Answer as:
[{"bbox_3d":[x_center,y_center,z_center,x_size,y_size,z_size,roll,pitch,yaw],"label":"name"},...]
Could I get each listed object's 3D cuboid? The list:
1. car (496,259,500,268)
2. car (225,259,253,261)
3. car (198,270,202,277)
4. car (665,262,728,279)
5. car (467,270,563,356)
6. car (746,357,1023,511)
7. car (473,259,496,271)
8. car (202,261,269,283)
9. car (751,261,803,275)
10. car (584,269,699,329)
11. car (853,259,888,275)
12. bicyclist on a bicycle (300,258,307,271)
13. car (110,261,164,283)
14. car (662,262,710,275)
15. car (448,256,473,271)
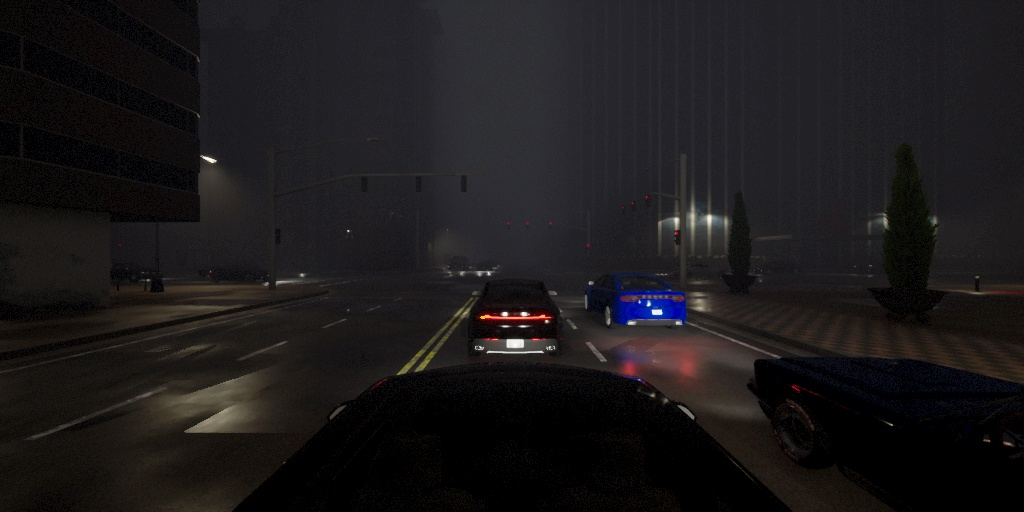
[{"bbox_3d":[-3.580,1.314,62.587,1.994,1.385,4.181,0,0,0],"label":"car"},{"bbox_3d":[-29.669,1.101,38.121,4.553,1.767,2.097,0,0,-1],"label":"car"},{"bbox_3d":[-24.039,1.351,30.993,4.718,1.301,1.895,0,0,-1],"label":"car"},{"bbox_3d":[16.300,1.276,31.391,4.674,1.442,1.812,0,0,0],"label":"car"},{"bbox_3d":[0.061,1.255,8.576,1.837,1.490,4.892,0,0,0],"label":"car"},{"bbox_3d":[3.601,1.351,1.920,1.895,1.301,4.718,0,0,0],"label":"car"},{"bbox_3d":[-3.604,1.314,47.690,1.994,1.385,4.181,0,0,0],"label":"car"},{"bbox_3d":[-20.685,1.314,27.526,4.181,1.385,1.994,0,0,-1],"label":"car"},{"bbox_3d":[28.576,1.255,38.726,4.892,1.490,1.837,0,0,-1],"label":"car"},{"bbox_3d":[3.574,1.228,11.265,1.882,1.535,5.008,0,0,0],"label":"car"},{"bbox_3d":[39.852,1.101,38.825,4.553,1.767,2.097,0,0,0],"label":"car"},{"bbox_3d":[-26.424,1.051,45.450,0.582,1.620,1.656,0,0,-1],"label":"bicyclist on a bicycle"},{"bbox_3d":[-29.606,1.242,27.441,4.902,1.511,2.128,0,0,0],"label":"car"},{"bbox_3d":[18.702,1.314,38.627,4.181,1.385,1.994,0,0,-1],"label":"car"},{"bbox_3d":[-7.308,0.971,49.652,2.150,2.045,5.566,0,0,3],"label":"car"}]
